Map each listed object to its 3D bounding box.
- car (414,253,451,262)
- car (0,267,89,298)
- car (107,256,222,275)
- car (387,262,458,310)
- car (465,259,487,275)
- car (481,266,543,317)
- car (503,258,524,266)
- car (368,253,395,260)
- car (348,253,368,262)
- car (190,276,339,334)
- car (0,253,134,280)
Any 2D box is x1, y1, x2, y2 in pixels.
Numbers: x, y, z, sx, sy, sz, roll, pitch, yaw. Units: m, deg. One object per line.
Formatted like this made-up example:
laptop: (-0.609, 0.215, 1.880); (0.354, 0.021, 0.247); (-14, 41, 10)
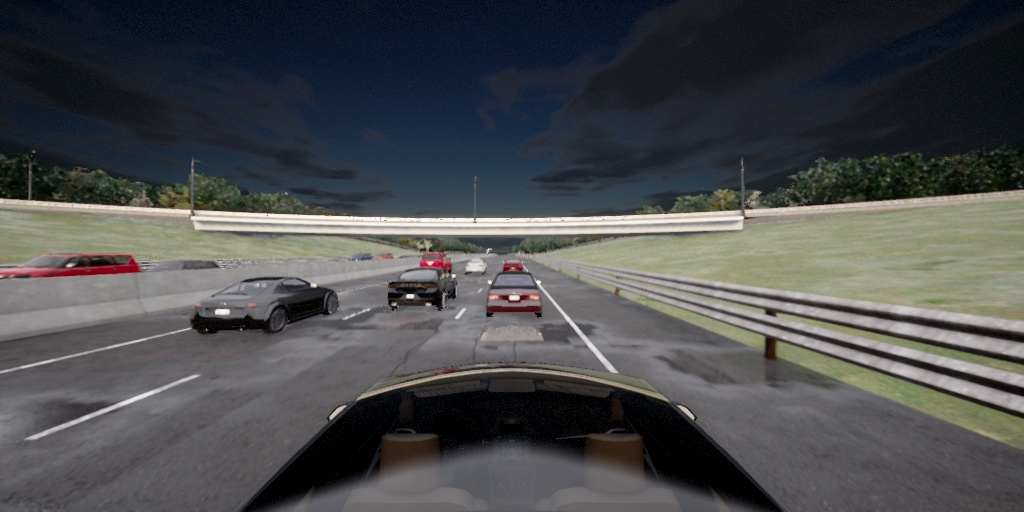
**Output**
car: (-6.897, 0.735, 32.833); (2.150, 2.045, 5.566); (0, 1, 0)
car: (-24.597, 1.262, 17.682); (1.895, 1.301, 4.718); (0, 1, 0)
car: (-17.596, 1.002, 18.892); (2.097, 1.767, 4.553); (0, 1, 0)
car: (-3.400, 1.171, 14.451); (1.882, 1.535, 5.008); (0, 0, 0)
car: (-3.397, 1.021, 34.706); (1.812, 1.442, 4.674); (0, 1, 0)
car: (0.084, 1.254, 12.999); (2.033, 1.411, 5.357); (0, 0, 1)
car: (0.103, 0.969, 35.084); (1.882, 1.535, 5.008); (0, 1, 0)
car: (-21.025, 0.490, 58.813); (2.150, 2.045, 5.566); (0, 1, 1)
car: (-24.526, 0.516, 58.269); (2.150, 2.045, 5.566); (0, 1, 1)
car: (-6.899, 1.287, 10.552); (1.994, 1.385, 4.181); (0, 0, 0)
car: (-21.098, 0.889, 17.080); (2.150, 2.045, 5.566); (0, 1, 0)
